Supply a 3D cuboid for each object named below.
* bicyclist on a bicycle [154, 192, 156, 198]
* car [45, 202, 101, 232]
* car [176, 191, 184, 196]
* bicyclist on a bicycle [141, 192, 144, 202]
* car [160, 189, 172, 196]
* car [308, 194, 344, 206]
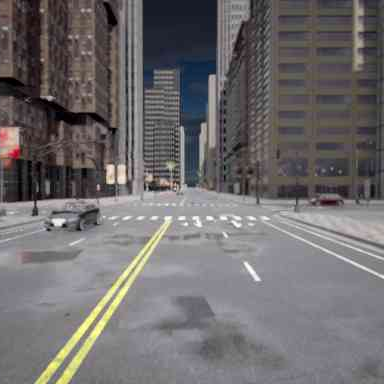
[{"bbox_3d":[-8.735,0.690,79.113,0.582,1.620,1.656,0,1,0],"label":"bicyclist on a bicycle"},{"bbox_3d":[-6.534,1.309,18.729,2.128,1.511,4.902,0,0,1],"label":"car"},{"bbox_3d":[-3.233,0.309,88.168,2.033,1.411,5.357,0,1,0],"label":"car"},{"bbox_3d":[-8.739,0.804,58.187,0.659,1.776,1.843,0,0,0],"label":"bicyclist on a bicycle"},{"bbox_3d":[-6.484,0.124,88.197,2.097,1.767,4.553,0,1,0],"label":"car"},{"bbox_3d":[16.687,0.945,41.688,4.097,1.590,1.967,0,1,0],"label":"car"}]
